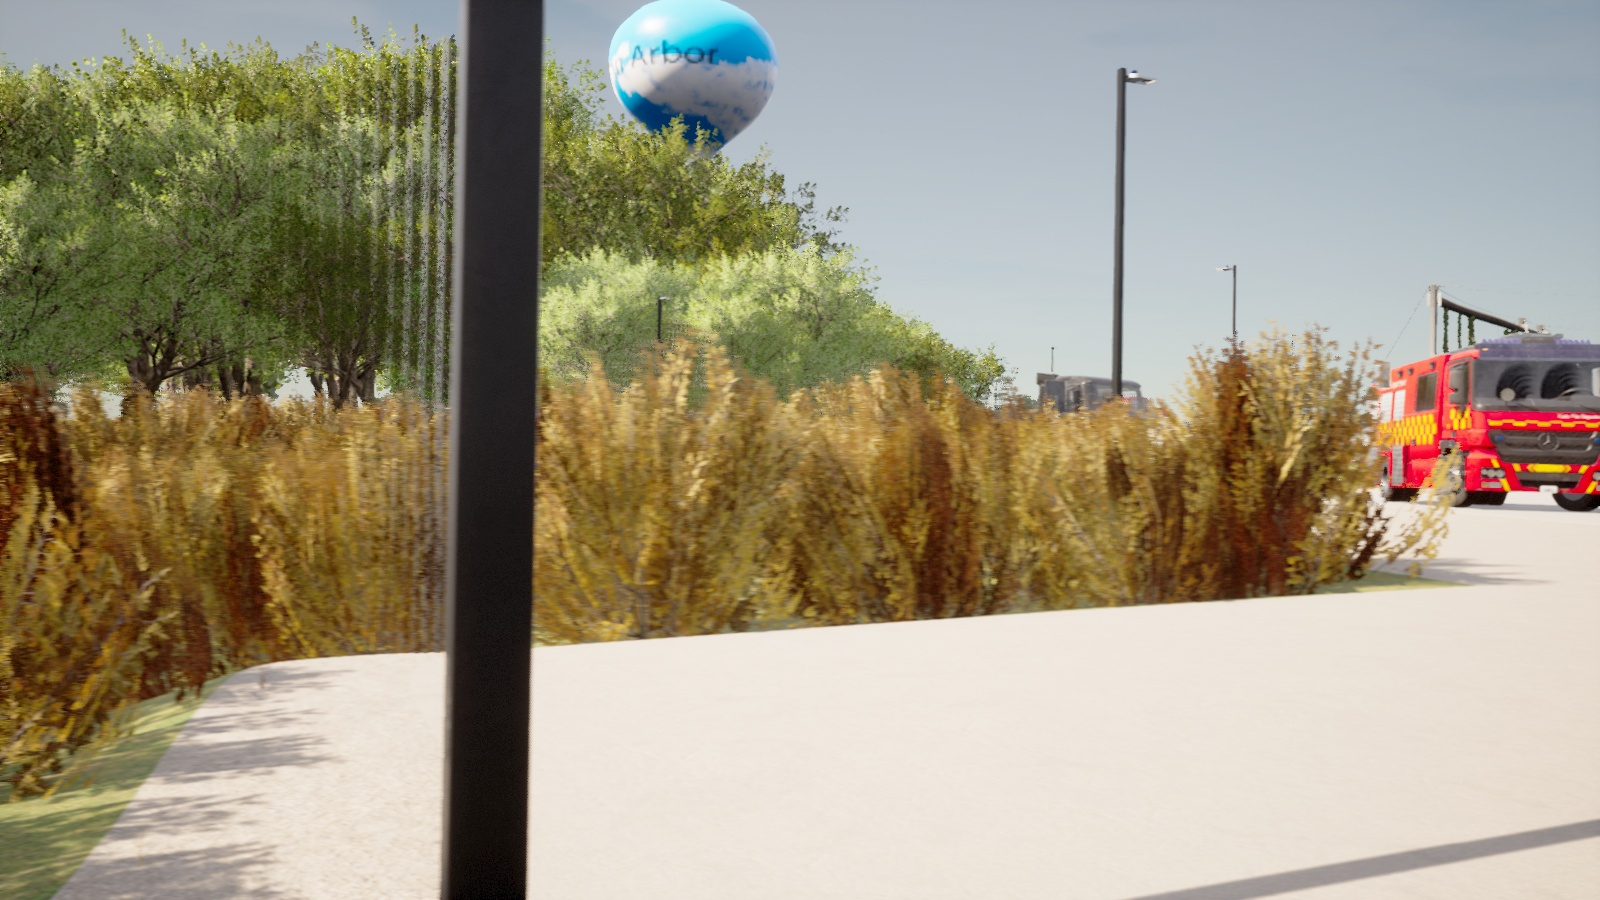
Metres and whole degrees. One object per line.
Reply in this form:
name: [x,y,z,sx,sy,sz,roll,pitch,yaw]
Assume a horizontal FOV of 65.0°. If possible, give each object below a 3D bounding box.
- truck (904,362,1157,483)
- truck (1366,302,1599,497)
truck: [7.100,-0.739,39.924,2.891,3.462,7.936,1,-1,-39]
truck: [15.695,-0.949,28.951,2.891,3.827,8.468,0,-1,11]
